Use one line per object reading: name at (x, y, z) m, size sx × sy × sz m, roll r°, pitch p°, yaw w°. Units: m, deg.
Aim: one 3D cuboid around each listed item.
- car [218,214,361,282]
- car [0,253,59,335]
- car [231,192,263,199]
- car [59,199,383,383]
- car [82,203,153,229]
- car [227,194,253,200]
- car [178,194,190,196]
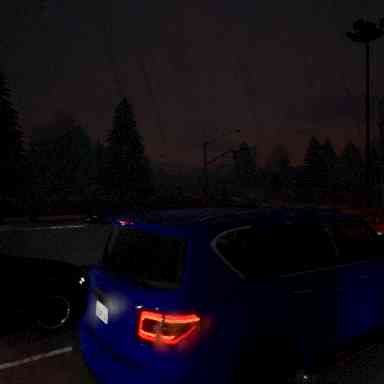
car at (3.063, 1.513, 10.201) m, size 4.181 × 1.385 × 1.994 m, roll -1°, pitch 0°, yaw -34°
car at (-3.782, 1.564, 5.339) m, size 4.181 × 1.385 × 1.994 m, roll 0°, pitch 0°, yaw -36°
car at (7.847, 0.977, 48.512) m, size 2.150 × 2.045 × 5.566 m, roll -1°, pitch 0°, yaw -35°
car at (1.342, 1.205, 4.685) m, size 5.566 × 2.045 × 2.150 m, roll -1°, pitch 0°, yaw -35°
car at (-4.877, 1.511, 21.975) m, size 4.181 × 1.385 × 1.994 m, roll 0°, pitch 0°, yaw -35°
car at (5.701, 1.306, 45.470) m, size 1.812 × 1.442 × 4.674 m, roll -1°, pitch 0°, yaw -35°
car at (-1.354, 1.037, 61.624) m, size 1.882 × 1.535 × 5.008 m, roll -1°, pitch 0°, yaw -35°
